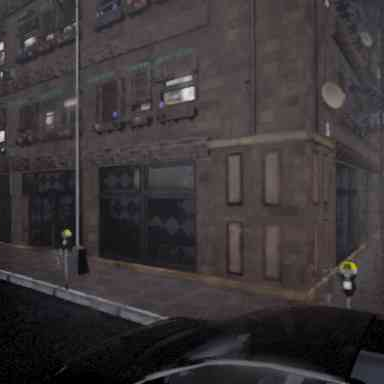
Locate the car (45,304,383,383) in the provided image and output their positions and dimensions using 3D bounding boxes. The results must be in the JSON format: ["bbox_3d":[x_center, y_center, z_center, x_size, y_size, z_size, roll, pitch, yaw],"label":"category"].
[{"bbox_3d":[0.735,1.565,2.360,4.313,1.339,1.947,0,0,36],"label":"car"}]
